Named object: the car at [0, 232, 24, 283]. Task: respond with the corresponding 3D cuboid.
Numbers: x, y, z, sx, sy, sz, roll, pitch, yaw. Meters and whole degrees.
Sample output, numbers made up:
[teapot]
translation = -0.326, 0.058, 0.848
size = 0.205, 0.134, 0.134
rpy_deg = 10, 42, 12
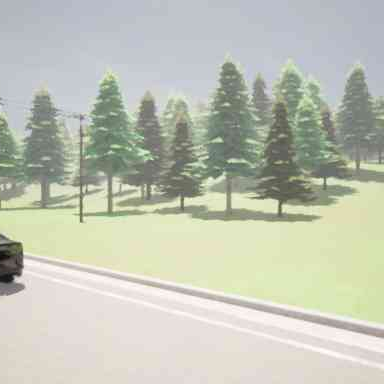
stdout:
[car]
translation = -6.263, 1.482, 8.460
size = 5.008, 1.535, 1.882
rpy_deg = 0, 0, 36
